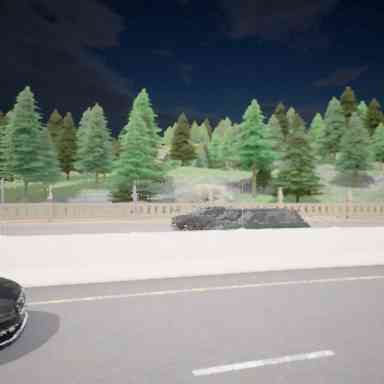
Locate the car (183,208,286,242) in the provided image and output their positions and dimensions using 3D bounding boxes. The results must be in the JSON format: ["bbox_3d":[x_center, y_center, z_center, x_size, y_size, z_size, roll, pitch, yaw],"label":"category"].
[{"bbox_3d":[2.189,1.633,17.392,5.008,1.535,1.882,0,-1,-13],"label":"car"}]

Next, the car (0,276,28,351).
[{"bbox_3d":[-4.796,1.520,4.200,4.892,1.490,1.837,1,-1,-20],"label":"car"}]

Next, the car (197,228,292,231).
[{"bbox_3d":[2.642,1.480,13.901,4.553,1.767,2.097,0,0,-13],"label":"car"}]
